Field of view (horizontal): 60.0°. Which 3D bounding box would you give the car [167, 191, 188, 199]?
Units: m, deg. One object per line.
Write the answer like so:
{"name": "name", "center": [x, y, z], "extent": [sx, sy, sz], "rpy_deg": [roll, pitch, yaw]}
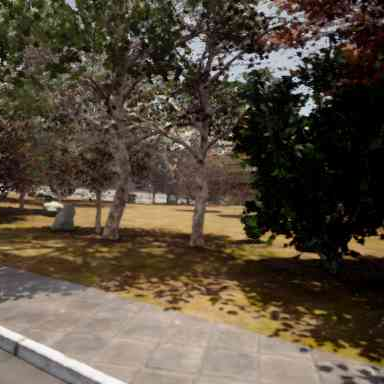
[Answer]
{"name": "car", "center": [-4.463, 0.852, 94.477], "extent": [2.435, 2.045, 5.566], "rpy_deg": [6, 2, 41]}
